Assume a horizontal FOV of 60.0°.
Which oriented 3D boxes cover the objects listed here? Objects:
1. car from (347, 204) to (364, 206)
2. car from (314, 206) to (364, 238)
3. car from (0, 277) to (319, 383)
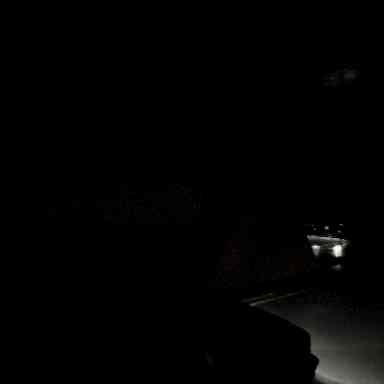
[{"bbox_3d":[12.921,1.737,26.100,4.892,1.490,1.837,1,0,-35],"label":"car"},{"bbox_3d":[8.791,1.727,18.857,4.181,1.385,1.994,1,0,-35],"label":"car"},{"bbox_3d":[-1.216,1.553,2.882,5.357,1.411,2.033,1,0,-35],"label":"car"}]
